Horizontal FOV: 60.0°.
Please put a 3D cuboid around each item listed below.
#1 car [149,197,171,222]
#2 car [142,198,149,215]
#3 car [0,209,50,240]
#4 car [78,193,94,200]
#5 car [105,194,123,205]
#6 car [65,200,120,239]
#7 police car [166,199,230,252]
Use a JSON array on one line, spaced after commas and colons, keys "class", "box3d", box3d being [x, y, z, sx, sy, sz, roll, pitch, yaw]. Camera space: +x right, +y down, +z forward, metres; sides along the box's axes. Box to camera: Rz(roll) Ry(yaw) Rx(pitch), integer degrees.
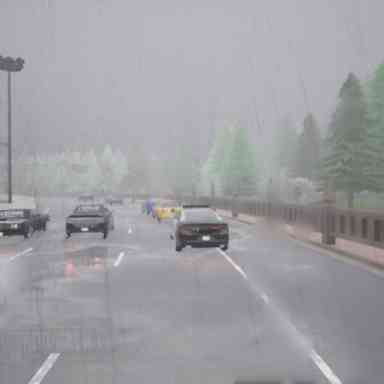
[{"class": "car", "box3d": [-1.827, 1.251, 24.495, 1.801, 1.575, 5.366, 0, 0, -13]}, {"class": "car", "box3d": [-3.458, 1.223, 30.675, 1.882, 1.535, 5.008, 0, 0, -16]}, {"class": "car", "box3d": [-8.402, 1.468, 16.147, 1.895, 1.301, 4.718, 0, 0, -9]}, {"class": "car", "box3d": [-20.031, 0.962, 62.800, 1.882, 1.535, 5.008, 0, 1, -36]}, {"class": "car", "box3d": [-11.366, 1.093, 48.233, 2.128, 1.511, 4.902, 0, 1, -27]}, {"class": "car", "box3d": [-4.985, 1.354, 16.613, 2.128, 1.511, 4.902, 0, 0, -9]}, {"class": "police car", "box3d": [0.142, 1.311, 13.627, 1.930, 1.638, 5.238, 0, 0, -7]}]
